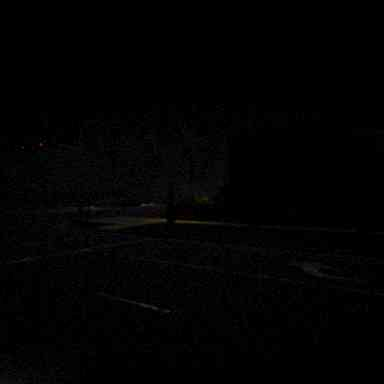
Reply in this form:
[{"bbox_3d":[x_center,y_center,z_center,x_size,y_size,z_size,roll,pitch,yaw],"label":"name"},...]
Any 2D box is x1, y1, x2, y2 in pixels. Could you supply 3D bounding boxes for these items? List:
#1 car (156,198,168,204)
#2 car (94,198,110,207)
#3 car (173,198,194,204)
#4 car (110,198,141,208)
[{"bbox_3d":[-5.811,1.995,73.635,1.895,1.301,4.718,-1,0,36],"label":"car"},{"bbox_3d":[-15.437,1.888,60.498,1.882,1.535,5.008,-1,0,37],"label":"car"},{"bbox_3d":[-0.873,1.889,68.527,2.033,1.411,5.357,-1,0,36],"label":"car"},{"bbox_3d":[-10.763,1.952,55.086,1.895,1.301,4.718,-1,0,36],"label":"car"}]
